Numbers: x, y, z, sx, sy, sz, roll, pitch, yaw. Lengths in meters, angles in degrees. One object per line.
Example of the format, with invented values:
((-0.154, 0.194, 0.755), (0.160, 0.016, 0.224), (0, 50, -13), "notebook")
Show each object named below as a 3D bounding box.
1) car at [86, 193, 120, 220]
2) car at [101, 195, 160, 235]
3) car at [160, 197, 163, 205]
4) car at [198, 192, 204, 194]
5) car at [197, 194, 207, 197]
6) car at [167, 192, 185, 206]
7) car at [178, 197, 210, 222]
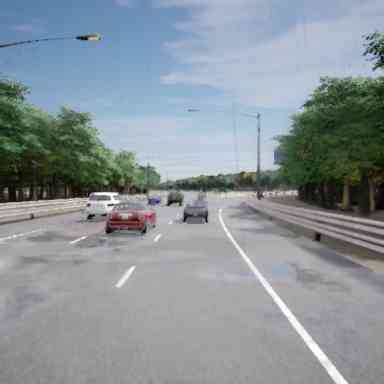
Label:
((-6.610, 1.088, 26.488), (2.150, 2.045, 5.566), (0, 0, 2), "car")
((-3.246, 1.267, 18.544), (2.097, 1.767, 4.553), (0, 0, 1), "car")
((-5.677, 1.229, 51.434), (1.812, 1.442, 4.674), (0, 0, 2), "car")
((2.044, 1.092, 71.004), (1.837, 1.490, 4.892), (0, 0, 2), "car")
((1.150, 1.340, 49.157), (1.895, 1.301, 4.718), (0, 0, 2), "car")
((-2.307, 0.954, 48.764), (2.150, 2.045, 5.566), (0, 0, 3), "car")
((0.316, 1.382, 25.378), (2.128, 1.511, 4.902), (0, 0, 1), "car")
